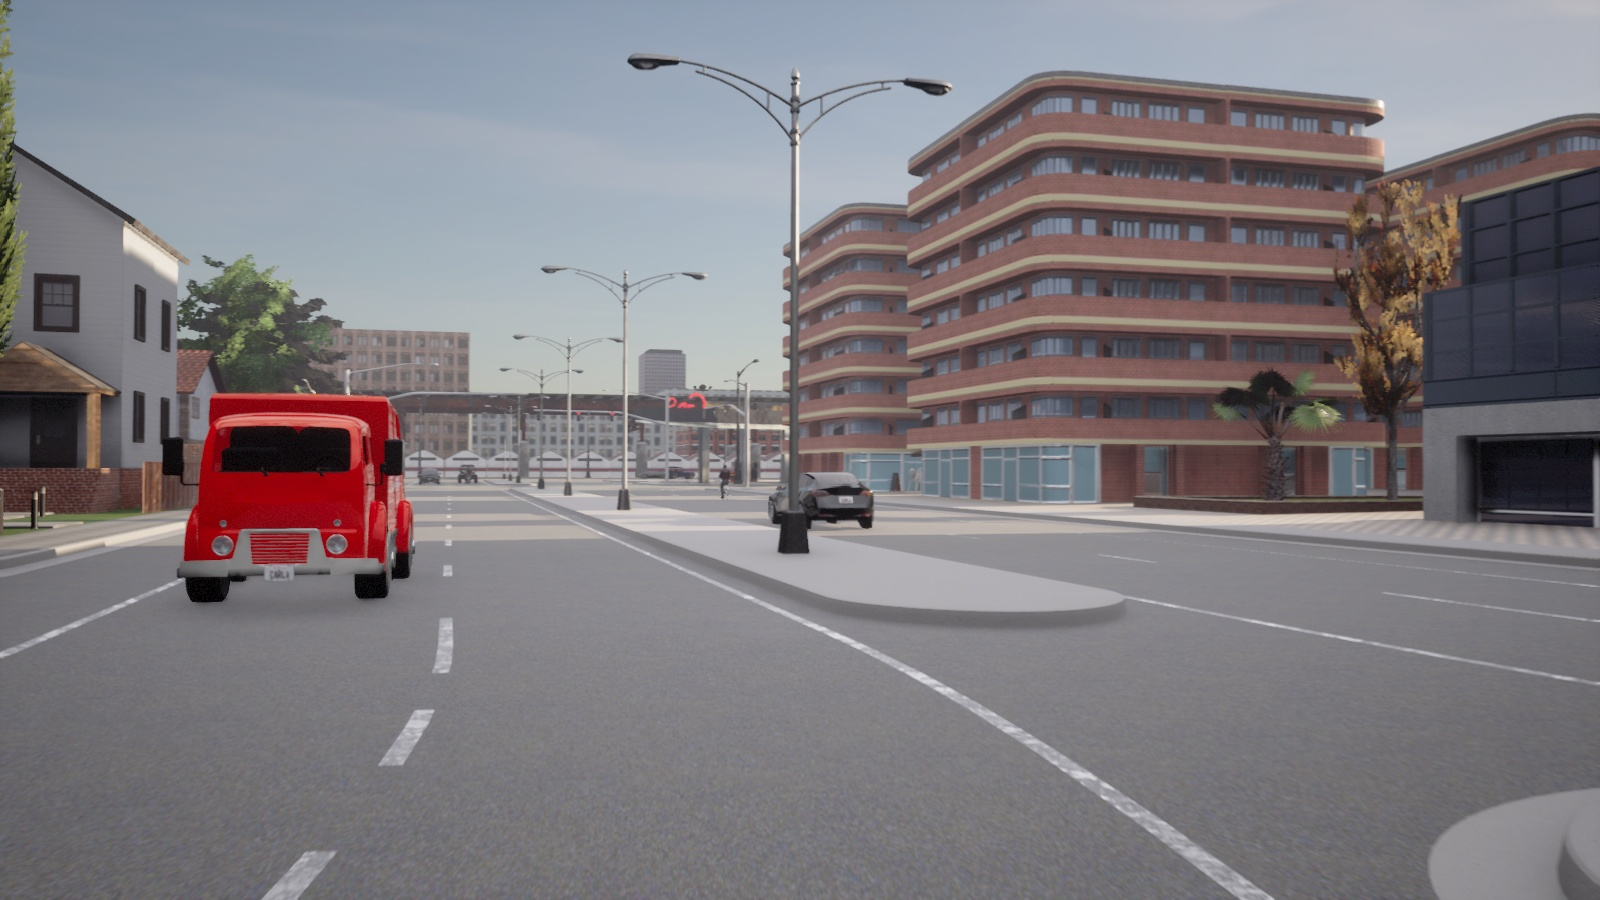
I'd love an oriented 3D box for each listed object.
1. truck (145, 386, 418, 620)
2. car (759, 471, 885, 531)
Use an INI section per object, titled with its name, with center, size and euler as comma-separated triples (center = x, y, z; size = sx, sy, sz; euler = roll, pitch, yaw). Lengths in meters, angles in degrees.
[truck]
center = -6.324, 0.597, 16.078
size = 2.627, 2.467, 5.204
euler = 0, -1, -16
[car]
center = 0.505, 1.332, 34.364
size = 2.163, 1.488, 4.792
euler = 0, -1, -16
